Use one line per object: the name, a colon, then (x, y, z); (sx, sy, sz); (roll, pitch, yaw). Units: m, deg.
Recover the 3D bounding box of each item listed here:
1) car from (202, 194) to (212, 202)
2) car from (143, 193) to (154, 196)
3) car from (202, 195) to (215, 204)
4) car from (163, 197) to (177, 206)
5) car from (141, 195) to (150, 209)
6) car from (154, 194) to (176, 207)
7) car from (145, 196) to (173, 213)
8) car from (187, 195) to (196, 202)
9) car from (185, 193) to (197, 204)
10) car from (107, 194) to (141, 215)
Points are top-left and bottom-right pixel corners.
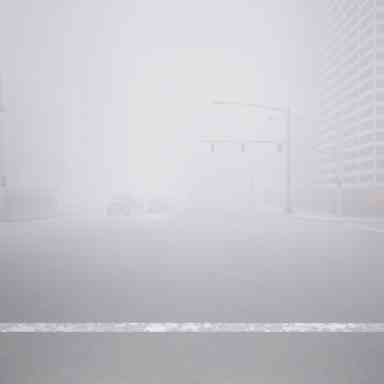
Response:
car: (3.343, 1.355, 74.633); (2.097, 1.767, 4.553); (0, 0, 0)
car: (-7.207, 1.221, 55.366); (2.150, 2.045, 5.566); (0, 0, 0)
car: (3.457, 1.526, 64.730); (1.812, 1.442, 4.674); (0, 0, 0)
car: (-3.709, 1.564, 56.543); (1.994, 1.385, 4.181); (0, 0, 0)
car: (-7.197, 1.547, 44.842); (2.033, 1.411, 5.357); (0, 0, 0)
car: (-3.696, 1.352, 46.730); (2.097, 1.767, 4.553); (0, 0, 0)
car: (-3.681, 1.492, 37.513); (2.128, 1.511, 4.902); (0, 0, 0)
car: (-0.160, 1.382, 74.481); (1.994, 1.385, 4.181); (0, 0, 0)
car: (-0.137, 1.221, 63.810); (2.150, 2.045, 5.566); (0, 0, 0)
car: (-7.157, 1.221, 34.590); (2.150, 2.045, 5.566); (0, 0, 2)
